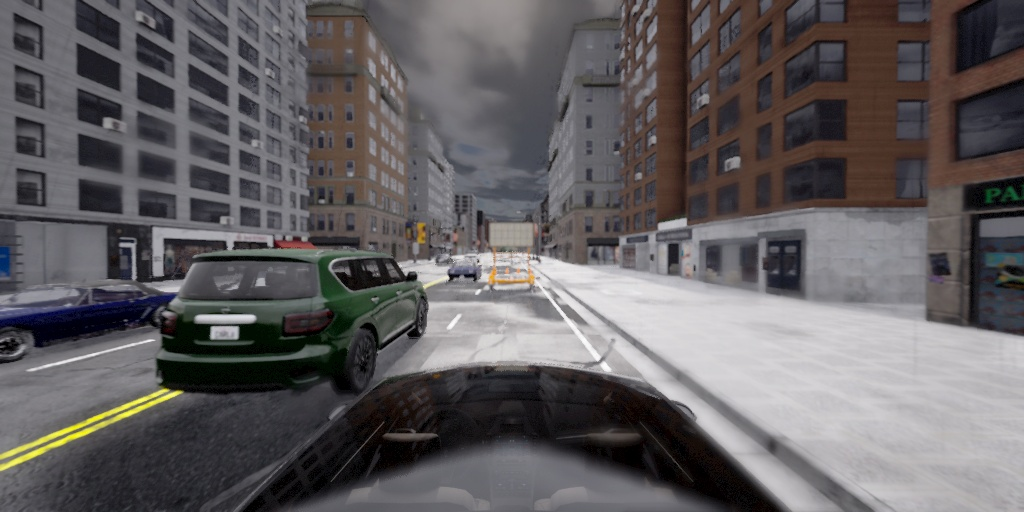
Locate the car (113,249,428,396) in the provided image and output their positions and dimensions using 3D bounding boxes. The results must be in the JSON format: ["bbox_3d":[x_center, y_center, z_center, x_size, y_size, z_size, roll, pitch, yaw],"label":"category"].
[{"bbox_3d":[-3.157,0.895,6.619,2.150,2.045,5.566,0,1,0],"label":"car"}]

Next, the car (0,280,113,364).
[{"bbox_3d":[-9.859,1.255,7.949,1.895,1.301,4.718,0,1,0],"label":"car"}]

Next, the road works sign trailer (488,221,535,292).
[{"bbox_3d":[-0.023,-0.052,18.809,2.380,3.560,2.880,0,0,0],"label":"road works sign trailer"}]

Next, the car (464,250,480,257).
[{"bbox_3d":[-6.584,0.077,59.370,2.150,2.045,5.566,0,1,0],"label":"car"}]

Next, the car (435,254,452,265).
[{"bbox_3d":[-9.876,0.461,52.293,2.128,1.511,4.902,0,1,0],"label":"car"}]

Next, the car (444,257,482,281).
[{"bbox_3d":[-3.179,0.989,24.967,1.895,1.301,4.718,0,1,0],"label":"car"}]
